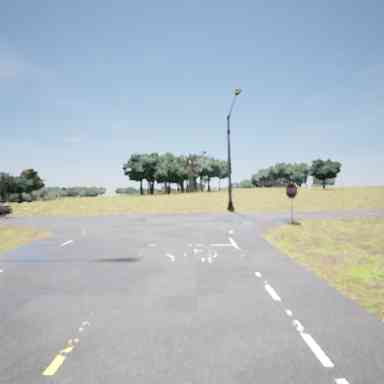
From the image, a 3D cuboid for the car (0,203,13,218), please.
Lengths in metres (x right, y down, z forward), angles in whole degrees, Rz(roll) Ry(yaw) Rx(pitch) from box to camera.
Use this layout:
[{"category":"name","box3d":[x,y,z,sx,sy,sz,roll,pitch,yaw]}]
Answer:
[{"category":"car","box3d":[-18.975,1.663,30.282,4.902,1.511,2.128,-1,-2,0]}]
